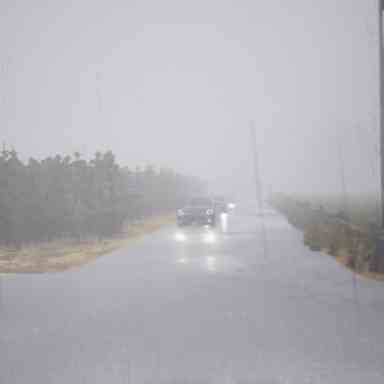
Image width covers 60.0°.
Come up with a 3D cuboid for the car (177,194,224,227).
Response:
[{"bbox_3d":[0.480,1.057,19.800,2.097,1.767,4.553,-1,1,10],"label":"car"}]

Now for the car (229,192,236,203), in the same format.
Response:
[{"bbox_3d":[5.231,0.727,47.482,2.128,1.511,4.902,-1,1,10],"label":"car"}]

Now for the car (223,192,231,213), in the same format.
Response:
[{"bbox_3d":[2.275,1.057,30.436,1.837,1.490,4.892,-1,1,10],"label":"car"}]
